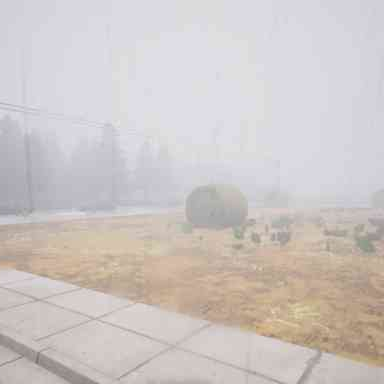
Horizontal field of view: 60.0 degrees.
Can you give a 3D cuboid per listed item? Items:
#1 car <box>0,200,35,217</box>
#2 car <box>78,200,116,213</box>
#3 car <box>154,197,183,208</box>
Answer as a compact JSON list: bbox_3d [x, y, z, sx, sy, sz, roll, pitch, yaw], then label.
[{"bbox_3d":[-16.691,1.518,29.774,2.128,1.511,4.902,0,0,37],"label":"car"},{"bbox_3d":[-10.743,1.591,37.798,1.994,1.385,4.181,0,0,36],"label":"car"},{"bbox_3d":[-3.351,1.531,47.735,1.837,1.490,4.892,0,0,37],"label":"car"}]
